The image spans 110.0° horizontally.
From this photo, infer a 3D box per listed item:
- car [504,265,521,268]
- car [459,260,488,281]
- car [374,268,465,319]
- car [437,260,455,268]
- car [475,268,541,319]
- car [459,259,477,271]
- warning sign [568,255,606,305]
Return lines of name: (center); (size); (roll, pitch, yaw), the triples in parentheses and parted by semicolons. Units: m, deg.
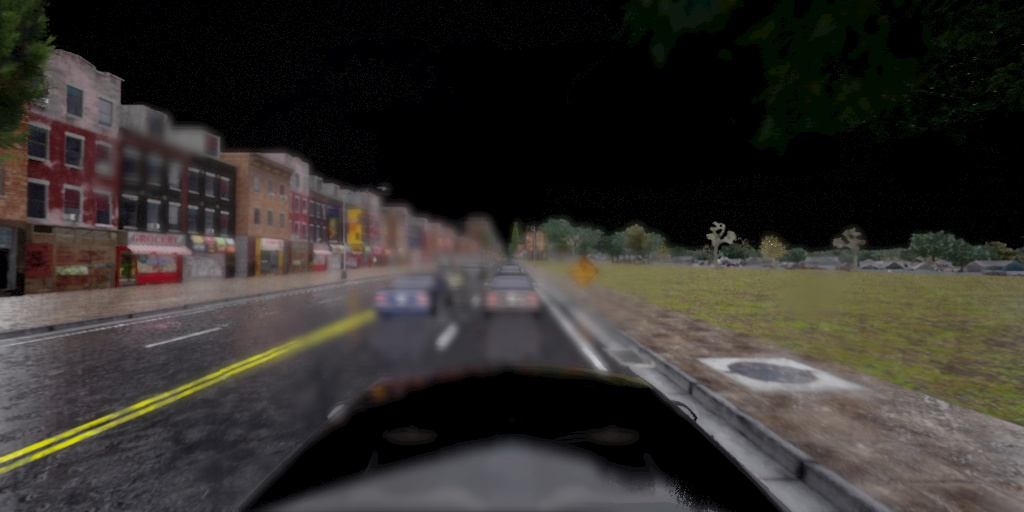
car: (0.034, 1.396, 28.070); (2.033, 1.411, 5.357); (0, 0, 1)
car: (-3.191, 1.356, 31.830); (2.128, 1.511, 4.902); (0, 0, 0)
car: (-3.213, 1.336, 13.026); (2.033, 1.411, 5.357); (0, 0, 1)
car: (-9.841, 1.317, 53.704); (2.097, 1.767, 4.553); (0, 0, 0)
car: (0.037, 1.337, 13.028); (2.033, 1.411, 5.357); (0, 0, 1)
car: (-6.593, 1.318, 53.789); (2.097, 1.767, 4.553); (0, 0, 0)
warning sign: (2.847, 0.908, 13.948); (1.300, 1.860, 1.060); (0, 0, 0)
